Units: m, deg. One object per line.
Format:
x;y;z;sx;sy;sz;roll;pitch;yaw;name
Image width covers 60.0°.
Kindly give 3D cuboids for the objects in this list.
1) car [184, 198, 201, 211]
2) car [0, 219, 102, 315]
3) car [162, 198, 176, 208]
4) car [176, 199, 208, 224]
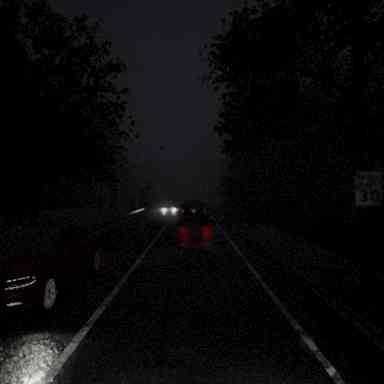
0.147;1.557;42.637;2.033;1.411;5.357;0;0;1;car
-3.598;1.479;7.869;1.882;1.535;5.008;0;0;0;car
-3.309;1.622;49.657;1.895;1.301;4.718;0;0;3;car
0.106;1.360;25.217;2.097;1.767;4.553;0;0;0;car
